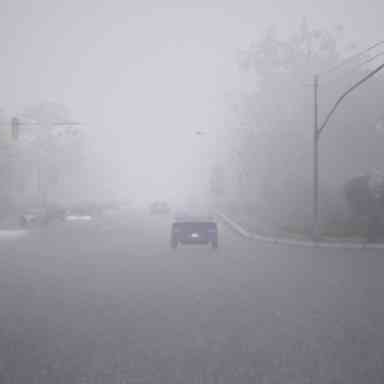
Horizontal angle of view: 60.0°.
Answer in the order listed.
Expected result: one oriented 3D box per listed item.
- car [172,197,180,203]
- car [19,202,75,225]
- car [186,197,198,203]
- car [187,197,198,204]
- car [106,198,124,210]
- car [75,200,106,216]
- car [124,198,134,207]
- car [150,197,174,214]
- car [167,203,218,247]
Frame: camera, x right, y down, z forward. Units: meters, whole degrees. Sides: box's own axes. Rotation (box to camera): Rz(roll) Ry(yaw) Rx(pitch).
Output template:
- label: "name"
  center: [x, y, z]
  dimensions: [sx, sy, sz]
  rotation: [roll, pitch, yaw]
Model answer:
- label: "car"
  center: [-3.488, 1.635, 66.197]
  dimensions: [1.994, 1.385, 4.181]
  rotation: [0, 0, 0]
- label: "car"
  center: [-10.581, 1.518, 24.057]
  dimensions: [2.128, 1.511, 4.902]
  rotation: [0, 0, 0]
- label: "car"
  center: [0.010, 1.606, 54.212]
  dimensions: [2.033, 1.411, 5.357]
  rotation: [0, 0, 0]
- label: "car"
  center: [0.011, 1.618, 64.631]
  dimensions: [2.033, 1.411, 5.357]
  rotation: [0, 0, 0]
- label: "car"
  center: [-10.492, 1.572, 43.013]
  dimensions: [1.812, 1.442, 4.674]
  rotation: [0, 0, 0]
- label: "car"
  center: [-10.520, 1.600, 33.409]
  dimensions: [1.994, 1.385, 4.181]
  rotation: [0, 0, 2]
- label: "car"
  center: [-10.491, 1.621, 53.039]
  dimensions: [1.994, 1.385, 4.181]
  rotation: [0, 0, 0]
- label: "car"
  center: [-3.394, 1.603, 36.169]
  dimensions: [1.994, 1.385, 4.181]
  rotation: [0, 0, 0]
- label: "car"
  center: [0.103, 1.494, 15.046]
  dimensions: [1.882, 1.535, 5.008]
  rotation: [0, 0, 0]
